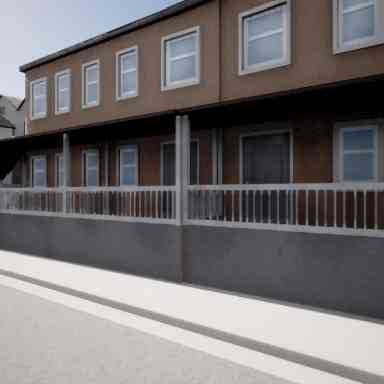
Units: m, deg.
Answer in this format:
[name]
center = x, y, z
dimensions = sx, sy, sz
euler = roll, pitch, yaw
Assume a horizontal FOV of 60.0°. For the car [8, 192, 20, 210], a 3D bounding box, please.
[car]
center = -15.132, 0.850, 28.667
dimensions = 2.033, 1.411, 5.357
euler = 0, 16, 34
